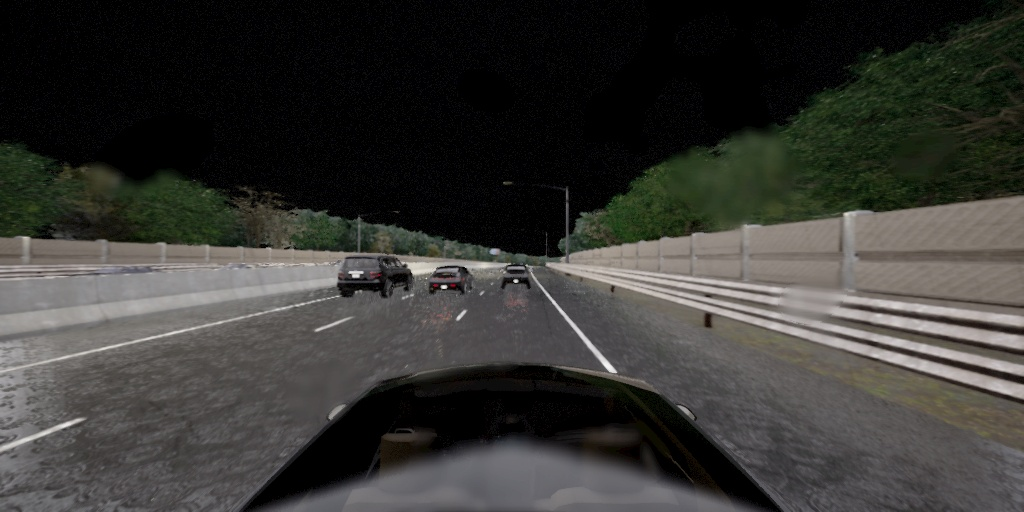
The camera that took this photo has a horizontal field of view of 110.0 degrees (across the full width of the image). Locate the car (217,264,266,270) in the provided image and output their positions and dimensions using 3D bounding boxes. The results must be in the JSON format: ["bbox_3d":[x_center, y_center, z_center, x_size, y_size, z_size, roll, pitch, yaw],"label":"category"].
[{"bbox_3d":[-17.400,1.261,22.827,2.128,1.511,4.902,0,0,1],"label":"car"}]

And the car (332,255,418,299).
[{"bbox_3d":[-6.836,0.981,18.479,2.150,2.045,5.566,0,0,1],"label":"car"}]

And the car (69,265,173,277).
[{"bbox_3d":[-24.408,1.301,22.562,2.033,1.411,5.357,0,0,1],"label":"car"}]

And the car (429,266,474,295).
[{"bbox_3d":[-3.290,1.279,20.012,1.837,1.490,4.892,0,0,1],"label":"car"}]

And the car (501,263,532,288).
[{"bbox_3d":[0.295,1.320,24.787,1.837,1.490,4.892,0,0,1],"label":"car"}]
